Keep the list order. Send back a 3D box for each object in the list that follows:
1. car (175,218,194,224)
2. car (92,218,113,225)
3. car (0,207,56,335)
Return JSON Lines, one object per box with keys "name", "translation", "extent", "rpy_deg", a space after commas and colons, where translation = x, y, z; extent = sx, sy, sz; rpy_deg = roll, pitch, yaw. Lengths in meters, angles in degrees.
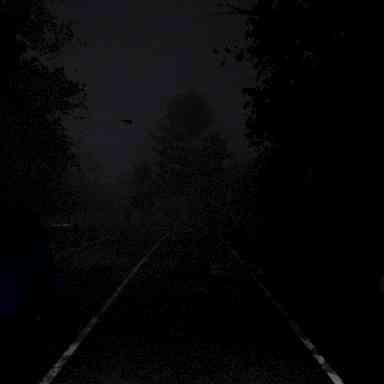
{"name": "car", "translation": [-1.641, 6.322, 71.726], "extent": [4.181, 1.385, 1.994], "rpy_deg": [1, -5, -1]}
{"name": "car", "translation": [-17.153, 5.717, 63.939], "extent": [1.994, 1.385, 4.181], "rpy_deg": [-3, -5, 32]}
{"name": "car", "translation": [-3.594, 1.249, 3.964], "extent": [2.150, 2.045, 5.566], "rpy_deg": [0, -1, 0]}
